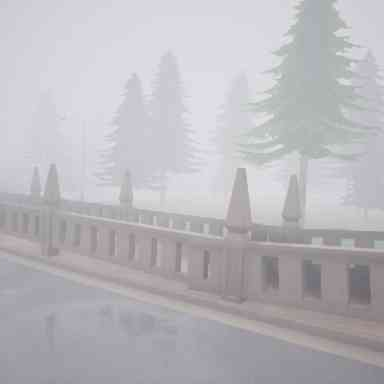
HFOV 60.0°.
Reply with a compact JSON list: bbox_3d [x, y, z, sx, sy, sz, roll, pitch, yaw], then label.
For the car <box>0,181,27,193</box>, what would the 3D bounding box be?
[{"bbox_3d":[-21.257,-0.474,37.413,1.882,1.535,5.008,4,3,37],"label":"car"}]
